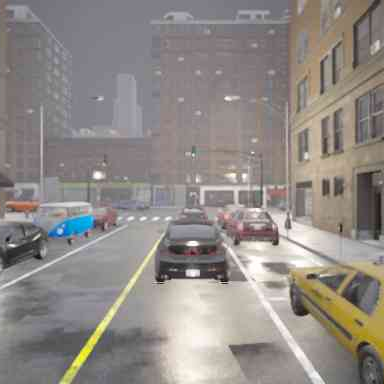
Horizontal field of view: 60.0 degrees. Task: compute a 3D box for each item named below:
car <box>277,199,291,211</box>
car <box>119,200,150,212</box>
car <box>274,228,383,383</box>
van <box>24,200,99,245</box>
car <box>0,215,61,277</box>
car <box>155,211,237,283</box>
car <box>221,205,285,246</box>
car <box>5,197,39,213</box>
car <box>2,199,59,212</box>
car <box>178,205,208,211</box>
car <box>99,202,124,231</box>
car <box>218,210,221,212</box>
[{"bbox_3d":[13.449,1.625,43.625,4.553,1.767,2.097,0,-1,0],"label":"car"},{"bbox_3d":[-7.698,1.606,39.980,5.357,1.411,2.033,0,-1,21],"label":"car"},{"bbox_3d":[2.674,1.536,4.681,1.752,1.417,4.829,1,0,0],"label":"car"},{"bbox_3d":[-5.852,1.379,15.476,1.690,1.788,3.998,1,0,0],"label":"van"},{"bbox_3d":[-5.853,1.590,9.993,1.947,1.339,4.313,1,0,0],"label":"car"},{"bbox_3d":[0.011,1.529,9.739,1.837,1.490,4.892,0,0,0],"label":"car"},{"bbox_3d":[2.672,1.478,15.476,1.967,1.590,4.097,1,0,0],"label":"car"},{"bbox_3d":[-16.393,1.272,33.855,4.553,1.767,2.097,0,-1,0],"label":"car"},{"bbox_3d":[-17.990,1.497,37.112,5.357,1.411,2.033,0,-1,0],"label":"car"},{"bbox_3d":[0.094,1.579,21.413,1.812,1.442,4.674,0,0,0],"label":"car"},{"bbox_3d":[-5.856,1.597,20.957,1.887,1.381,4.507,1,0,0],"label":"car"},{"bbox_3d":[2.670,1.492,20.959,1.967,1.590,4.097,1,0,0],"label":"car"}]
